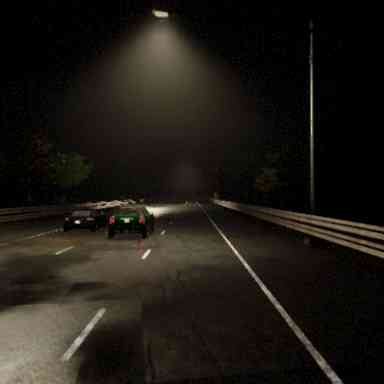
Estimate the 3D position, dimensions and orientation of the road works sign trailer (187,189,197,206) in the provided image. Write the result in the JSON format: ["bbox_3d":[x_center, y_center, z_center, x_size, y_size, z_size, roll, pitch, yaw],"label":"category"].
[{"bbox_3d":[0.000,1.231,73.791,2.380,3.560,2.880,0,-1,0],"label":"road works sign trailer"}]

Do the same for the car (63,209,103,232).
[{"bbox_3d":[-6.899,1.805,22.034,1.994,1.385,4.181,0,-1,0],"label":"car"}]

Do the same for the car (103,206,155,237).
[{"bbox_3d":[-3.401,1.565,19.466,2.097,1.767,4.553,0,-1,0],"label":"car"}]
